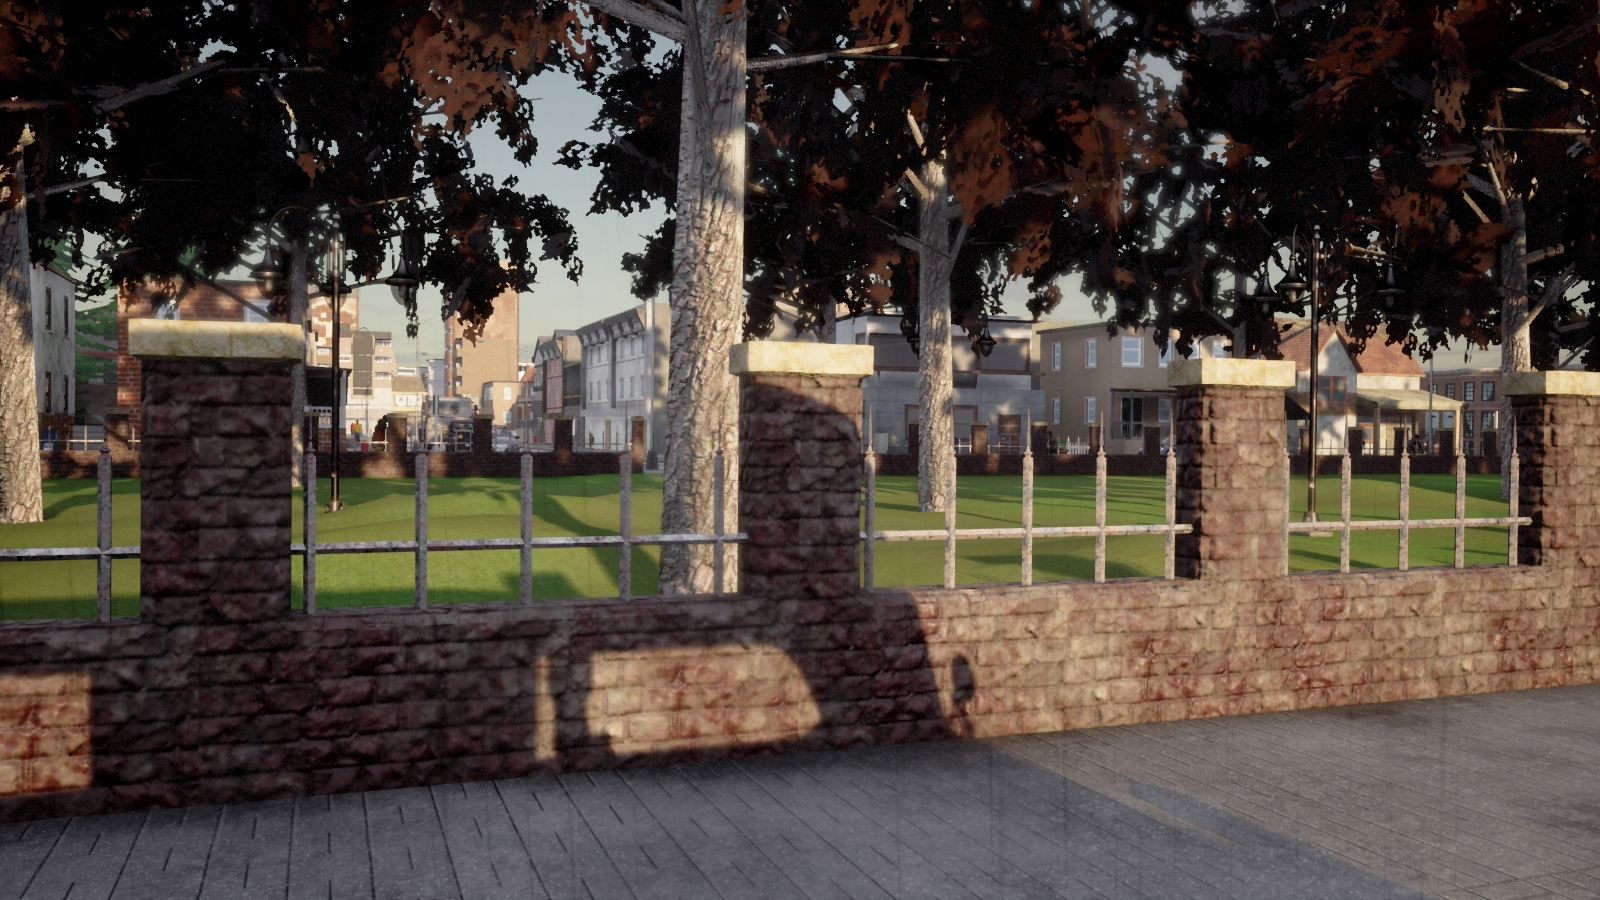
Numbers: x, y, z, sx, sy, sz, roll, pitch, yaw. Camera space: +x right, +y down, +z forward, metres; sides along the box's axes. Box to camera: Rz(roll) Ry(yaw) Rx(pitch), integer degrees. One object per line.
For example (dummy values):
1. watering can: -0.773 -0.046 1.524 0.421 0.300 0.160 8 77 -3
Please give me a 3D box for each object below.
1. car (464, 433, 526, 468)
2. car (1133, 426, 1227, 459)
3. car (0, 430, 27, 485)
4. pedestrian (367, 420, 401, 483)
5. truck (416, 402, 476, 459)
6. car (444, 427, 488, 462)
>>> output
1. car: -13.906 -0.025 57.118 2.128 1.511 4.902 -1 1 -21
2. car: 17.850 -0.389 59.012 3.806 1.475 1.970 -1 1 -21
3. car: -26.395 0.246 37.824 5.027 1.651 2.152 -1 1 -24
4. pedestrian: -12.421 0.032 37.507 0.899 1.844 0.634 -1 1 -21
5. truck: -22.698 -1.245 80.252 2.891 3.462 7.936 -1 1 -21
6. car: -18.326 -0.327 68.763 1.905 1.878 3.866 -1 1 -21
